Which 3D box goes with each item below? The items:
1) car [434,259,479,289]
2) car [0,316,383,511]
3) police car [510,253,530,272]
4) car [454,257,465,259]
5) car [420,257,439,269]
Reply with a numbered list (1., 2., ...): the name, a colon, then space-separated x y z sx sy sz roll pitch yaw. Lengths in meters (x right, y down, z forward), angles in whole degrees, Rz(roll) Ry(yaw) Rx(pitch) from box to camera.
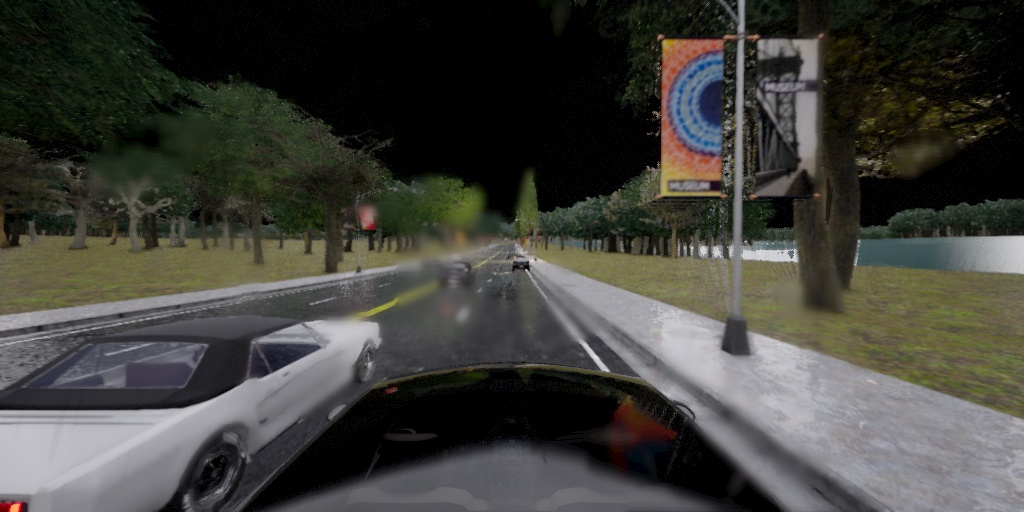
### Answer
1. car: -3.152 1.135 21.749 1.837 1.490 4.892 0 1 0
2. car: -3.150 1.348 4.097 1.895 1.301 4.718 0 0 0
3. police car: 0.970 0.800 39.065 1.930 1.638 5.238 0 1 0
4. car: -6.585 0.818 44.221 1.812 1.442 4.674 0 1 0
5. car: -9.834 0.861 43.923 1.994 1.385 4.181 0 1 0
